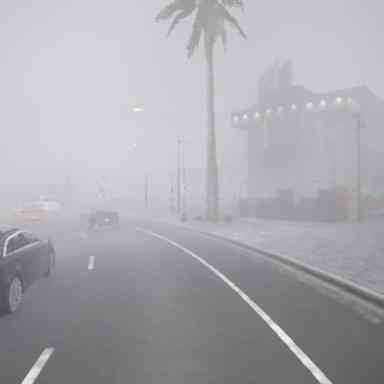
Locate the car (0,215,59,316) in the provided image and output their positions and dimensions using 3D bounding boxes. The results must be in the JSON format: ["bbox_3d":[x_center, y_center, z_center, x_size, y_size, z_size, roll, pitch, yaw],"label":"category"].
[{"bbox_3d":[-4.437,1.539,7.422,2.128,1.511,4.902,0,0,-10],"label":"car"}]

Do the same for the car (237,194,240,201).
[{"bbox_3d":[7.893,1.415,53.361,4.674,1.452,2.002,-1,0,41],"label":"car"}]

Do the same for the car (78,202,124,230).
[{"bbox_3d":[-6.271,1.559,22.108,1.882,1.535,5.008,0,0,-28],"label":"car"}]

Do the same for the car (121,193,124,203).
[{"bbox_3d":[-12.228,1.428,55.858,4.553,1.767,2.185,-1,0,41],"label":"car"}]

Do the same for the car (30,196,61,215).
[{"bbox_3d":[-15.120,1.393,33.409,2.150,2.045,5.566,0,0,-44],"label":"car"}]

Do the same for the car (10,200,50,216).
[{"bbox_3d":[-12.735,1.619,25.700,1.882,1.535,5.008,0,0,-36],"label":"car"}]
